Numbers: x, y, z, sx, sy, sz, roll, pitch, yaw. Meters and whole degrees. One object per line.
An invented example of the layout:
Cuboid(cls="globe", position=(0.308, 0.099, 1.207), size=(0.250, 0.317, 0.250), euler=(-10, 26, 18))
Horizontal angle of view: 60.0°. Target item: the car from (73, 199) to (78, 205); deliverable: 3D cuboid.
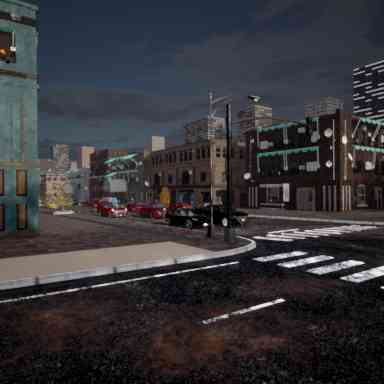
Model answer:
Cuboid(cls="car", position=(-27.282, 2.364, 76.110), size=(1.947, 1.339, 4.313), euler=(-1, 0, -36))

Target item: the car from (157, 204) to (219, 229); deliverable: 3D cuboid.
Cuboid(cls="car", position=(-0.372, 1.814, 23.854), size=(1.947, 1.339, 4.313), euler=(-2, 0, -36))

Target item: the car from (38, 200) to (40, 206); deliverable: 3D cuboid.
Cuboid(cls="car", position=(-30.879, 2.376, 66.733), size=(2.008, 1.369, 4.403), euler=(-1, 0, -36))

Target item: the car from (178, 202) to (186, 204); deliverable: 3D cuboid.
Cuboid(cls="car", position=(-1.528, 1.903, 40.089), size=(1.802, 1.307, 4.206), euler=(-2, 0, -36))

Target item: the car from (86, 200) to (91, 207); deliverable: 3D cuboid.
Cuboid(cls="car", position=(-17.630, 1.940, 62.602), size=(2.192, 1.841, 5.009), euler=(-1, 0, -36))

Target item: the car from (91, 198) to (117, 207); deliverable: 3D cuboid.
Cuboid(cls="car", position=(-11.190, 1.953, 43.692), size=(1.882, 1.535, 5.008), euler=(-1, 0, -35))

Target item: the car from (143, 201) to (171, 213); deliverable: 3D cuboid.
Cuboid(cls="car", position=(-4.746, 1.966, 44.591), size=(1.802, 1.307, 4.206), euler=(-2, 0, -36))

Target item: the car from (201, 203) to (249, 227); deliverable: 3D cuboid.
Cuboid(cls="car", position=(2.103, 1.693, 25.068), size=(1.882, 1.535, 5.008), euler=(-1, 0, -36))

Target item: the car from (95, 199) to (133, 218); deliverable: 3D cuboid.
Cuboid(cls="car", position=(-8.347, 1.846, 35.213), size=(1.967, 1.590, 4.097), euler=(-1, 0, -36))

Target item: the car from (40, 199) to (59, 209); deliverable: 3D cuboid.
Cuboid(cls="car", position=(-24.342, 2.233, 57.588), size=(1.752, 1.417, 4.829), euler=(-1, 0, -36))

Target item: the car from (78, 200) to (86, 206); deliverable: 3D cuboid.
Cuboid(cls="car", position=(-20.844, 2.227, 67.105), size=(1.887, 1.381, 4.507), euler=(-1, 0, -36))

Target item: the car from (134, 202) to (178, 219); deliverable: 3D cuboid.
Cuboid(cls="car", position=(-3.671, 1.894, 33.137), size=(1.994, 1.385, 4.181), euler=(-1, 0, -36))
